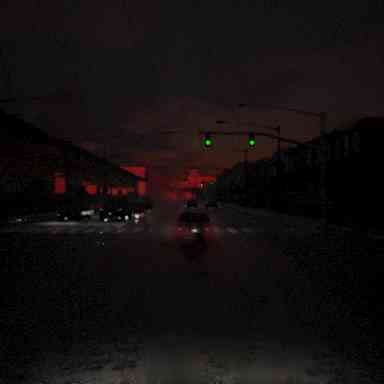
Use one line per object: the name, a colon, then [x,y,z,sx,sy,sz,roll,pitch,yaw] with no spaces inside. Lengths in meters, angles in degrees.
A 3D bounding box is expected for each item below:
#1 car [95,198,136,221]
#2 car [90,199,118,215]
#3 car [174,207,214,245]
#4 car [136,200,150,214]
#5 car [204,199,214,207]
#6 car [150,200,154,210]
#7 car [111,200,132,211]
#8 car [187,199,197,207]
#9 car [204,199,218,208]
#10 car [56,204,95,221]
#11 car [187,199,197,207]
car: [-7.086,1.549,31.486,2.150,2.045,5.566,0,-1,0]
car: [-10.524,1.767,40.004,2.097,1.767,4.553,0,-1,0]
car: [0.101,1.720,16.589,2.033,1.411,5.357,0,-1,0]
car: [-7.009,1.981,41.723,2.033,1.411,5.357,0,-1,0]
car: [3.504,2.238,68.711,1.812,1.442,4.674,0,-1,0]
car: [-6.997,2.044,51.987,1.837,1.490,4.892,0,-1,0]
car: [-10.497,2.011,50.027,2.128,1.511,4.902,0,-1,0]
car: [0.004,2.151,58.168,2.033,1.411,5.357,0,-1,0]
car: [3.505,2.171,58.771,1.994,1.385,4.181,0,-1,0]
car: [-10.583,1.866,30.608,2.033,1.411,5.357,0,-1,0]
car: [0.004,2.214,68.720,1.837,1.490,4.892,0,-1,0]
